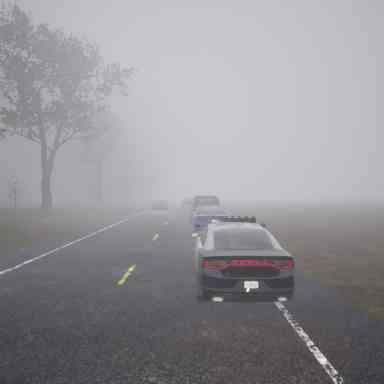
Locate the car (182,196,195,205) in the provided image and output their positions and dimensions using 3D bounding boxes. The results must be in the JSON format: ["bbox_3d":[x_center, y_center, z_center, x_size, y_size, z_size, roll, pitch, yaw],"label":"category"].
[{"bbox_3d":[-0.638,1.537,58.885,2.128,1.511,4.902,0,0,-1],"label":"car"}]

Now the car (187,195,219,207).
[{"bbox_3d":[0.933,1.233,24.364,2.150,2.045,5.566,0,0,-1],"label":"car"}]

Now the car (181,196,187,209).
[{"bbox_3d":[-0.367,1.382,45.836,2.097,1.767,4.553,0,0,0],"label":"car"}]

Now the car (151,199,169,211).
[{"bbox_3d":[-3.816,1.588,40.103,1.994,1.385,4.181,0,0,-1],"label":"car"}]

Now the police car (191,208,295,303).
[{"bbox_3d":[1.034,1.426,8.427,1.930,1.638,5.238,0,0,0],"label":"police car"}]

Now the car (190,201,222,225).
[{"bbox_3d":[0.981,1.483,18.327,1.882,1.535,5.008,0,0,0],"label":"car"}]
